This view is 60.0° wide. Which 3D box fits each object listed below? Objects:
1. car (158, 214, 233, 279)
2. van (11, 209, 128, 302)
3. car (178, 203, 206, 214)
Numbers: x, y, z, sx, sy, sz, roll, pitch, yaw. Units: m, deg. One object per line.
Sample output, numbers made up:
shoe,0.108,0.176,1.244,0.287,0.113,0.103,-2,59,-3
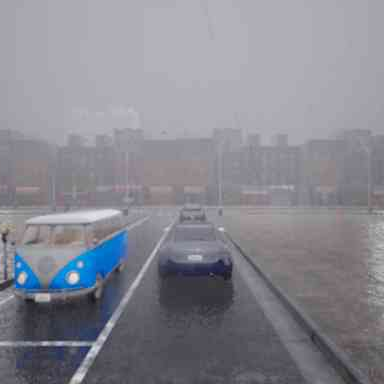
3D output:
car,0.075,1.587,10.177,1.994,1.385,4.181,0,0,0
van,-2.667,1.359,8.024,1.690,1.788,3.998,-1,0,0
car,0.034,1.550,24.808,2.128,1.511,4.902,0,0,0
